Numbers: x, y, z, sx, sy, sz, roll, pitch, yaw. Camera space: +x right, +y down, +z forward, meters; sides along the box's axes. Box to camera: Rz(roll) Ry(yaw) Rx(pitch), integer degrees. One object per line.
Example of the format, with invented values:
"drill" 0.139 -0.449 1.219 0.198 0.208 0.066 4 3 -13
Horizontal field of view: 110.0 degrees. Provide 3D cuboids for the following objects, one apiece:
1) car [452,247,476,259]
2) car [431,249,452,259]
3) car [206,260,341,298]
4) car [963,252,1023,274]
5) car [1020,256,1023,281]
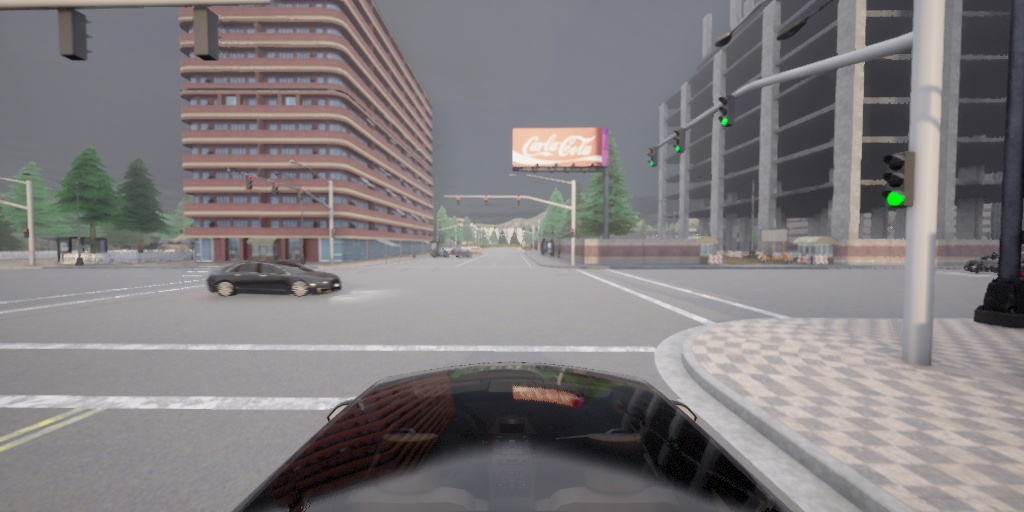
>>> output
"car" -7.044 -0.343 52.688 2.033 1.411 5.357 0 2 1
"car" -10.544 -0.337 52.995 1.994 1.385 4.181 0 2 0
"car" -9.566 0.930 14.593 4.892 1.490 1.837 0 2 0
"car" 34.593 0.505 24.925 4.892 1.490 1.837 0 2 0
"car" 23.416 0.882 14.410 4.674 1.442 1.812 0 2 0
